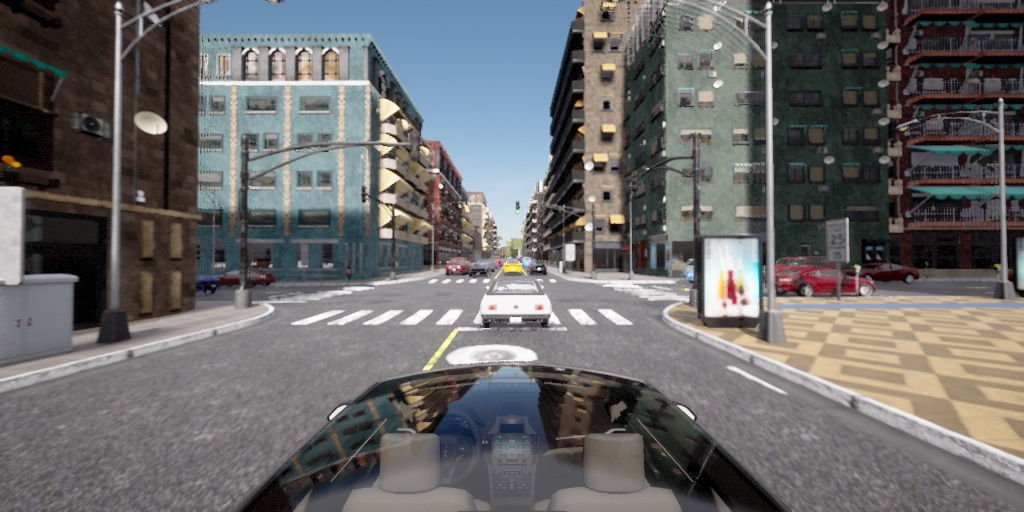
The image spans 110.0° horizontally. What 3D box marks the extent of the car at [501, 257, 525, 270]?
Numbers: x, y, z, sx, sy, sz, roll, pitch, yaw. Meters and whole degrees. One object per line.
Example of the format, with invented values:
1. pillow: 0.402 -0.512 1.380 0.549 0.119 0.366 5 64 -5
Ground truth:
1. car: 0.106 1.223 39.746 1.882 1.535 5.008 0 0 0

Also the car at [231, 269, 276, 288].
1. car: -18.618 1.528 24.705 4.207 1.307 1.802 0 0 0

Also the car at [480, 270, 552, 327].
1. car: 0.100 1.332 11.509 1.895 1.301 4.718 0 1 0

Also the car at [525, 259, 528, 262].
1. car: 2.699 1.327 43.225 1.802 1.307 4.207 0 0 0

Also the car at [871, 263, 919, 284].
1. car: 24.830 1.148 24.385 4.507 1.381 1.888 0 0 0

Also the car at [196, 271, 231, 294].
1. car: -18.228 1.337 18.922 5.008 1.535 1.882 0 -1 0

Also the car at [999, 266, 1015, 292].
1. car: 24.766 0.923 16.005 4.097 1.591 1.967 0 0 0

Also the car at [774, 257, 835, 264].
1. car: 19.302 0.960 24.425 5.009 1.841 2.192 0 0 0

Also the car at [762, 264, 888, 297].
1. car: 13.711 1.150 16.086 4.207 1.307 1.802 0 0 0

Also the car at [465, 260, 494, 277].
1. car: -3.110 1.347 35.359 1.895 1.301 4.718 0 0 1

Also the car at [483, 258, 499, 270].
1. car: -3.075 1.293 45.052 2.033 1.411 5.357 0 0 0

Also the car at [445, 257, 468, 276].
1. car: -5.683 1.060 37.696 2.192 1.841 5.009 0 0 0

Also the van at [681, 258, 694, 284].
1. van: 13.775 1.029 24.466 3.998 1.789 1.690 0 0 0

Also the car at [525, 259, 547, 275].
1. car: 2.698 1.311 37.654 1.948 1.339 4.313 0 0 0

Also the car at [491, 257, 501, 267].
1. car: -3.000 1.270 54.974 1.812 1.442 4.674 0 0 0

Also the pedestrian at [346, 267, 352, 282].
1. pedestrian: -12.524 1.080 27.621 0.375 1.860 0.375 0 0 0
